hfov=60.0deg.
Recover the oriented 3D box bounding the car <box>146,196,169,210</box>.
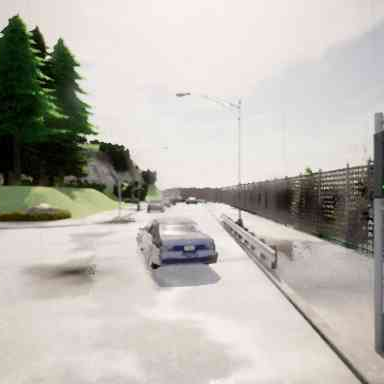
[{"bbox_3d":[-4.119,1.579,38.791,1.837,1.490,4.892,0,0,0],"label":"car"}]

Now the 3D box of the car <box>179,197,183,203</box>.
[{"bbox_3d":[-3.758,1.679,73.027,5.357,1.411,2.033,0,0,40],"label":"car"}]

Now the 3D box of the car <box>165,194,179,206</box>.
[{"bbox_3d":[-4.039,1.334,59.094,2.150,2.045,5.566,0,0,0],"label":"car"}]

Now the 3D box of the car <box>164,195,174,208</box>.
[{"bbox_3d":[-4.095,1.618,48.688,1.812,1.442,4.674,0,0,0],"label":"car"}]

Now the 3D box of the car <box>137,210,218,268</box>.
[{"bbox_3d":[-0.724,1.570,11.451,2.033,1.411,5.357,0,0,-15],"label":"car"}]

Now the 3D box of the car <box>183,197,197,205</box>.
[{"bbox_3d":[-0.057,1.686,63.820,1.994,1.385,4.181,0,0,-4],"label":"car"}]
